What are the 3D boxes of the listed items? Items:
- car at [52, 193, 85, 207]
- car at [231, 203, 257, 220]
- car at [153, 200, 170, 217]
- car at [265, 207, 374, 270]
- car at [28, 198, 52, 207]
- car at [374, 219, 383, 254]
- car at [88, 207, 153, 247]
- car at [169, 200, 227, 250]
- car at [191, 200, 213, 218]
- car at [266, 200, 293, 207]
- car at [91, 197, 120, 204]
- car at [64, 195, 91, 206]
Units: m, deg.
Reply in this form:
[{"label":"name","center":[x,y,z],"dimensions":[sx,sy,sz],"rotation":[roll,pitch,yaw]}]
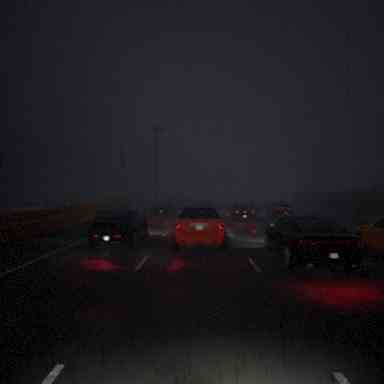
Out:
[{"label":"car","center":[-17.810,1.127,49.585],"dimensions":[2.150,2.045,5.566],"rotation":[0,0,11]},{"label":"car","center":[4.284,1.603,28.183],"dimensions":[1.895,1.301,4.718],"rotation":[0,0,4]},{"label":"car","center":[-2.523,1.499,30.929],"dimensions":[1.812,1.442,4.674],"rotation":[0,0,4]},{"label":"car","center":[3.751,1.487,11.115],"dimensions":[1.882,1.535,5.008],"rotation":[0,0,1]},{"label":"car","center":[-21.601,1.489,48.321],"dimensions":[1.895,1.301,4.718],"rotation":[0,0,11]},{"label":"car","center":[7.250,1.501,11.048],"dimensions":[1.882,1.535,5.008],"rotation":[0,0,1]},{"label":"car","center":[-3.162,1.484,14.922],"dimensions":[1.837,1.490,4.892],"rotation":[0,0,1]},{"label":"car","center":[0.329,1.346,14.548],"dimensions":[2.097,1.767,4.553],"rotation":[0,0,1]},{"label":"car","center":[0.991,1.513,30.915],"dimensions":[1.812,1.442,4.674],"rotation":[0,0,5]},{"label":"car","center":[7.938,1.520,30.066],"dimensions":[1.837,1.490,4.892],"rotation":[0,0,4]},{"label":"car","center":[-11.405,1.421,45.667],"dimensions":[2.128,1.511,4.902],"rotation":[0,0,10]},{"label":"car","center":[-14.947,1.463,46.002],"dimensions":[2.033,1.411,5.357],"rotation":[0,0,10]}]
